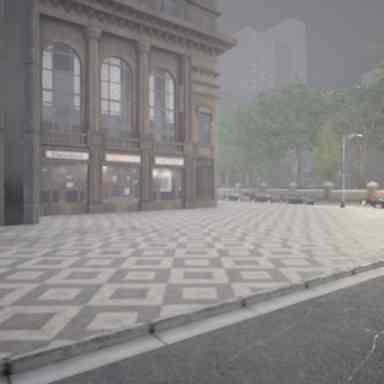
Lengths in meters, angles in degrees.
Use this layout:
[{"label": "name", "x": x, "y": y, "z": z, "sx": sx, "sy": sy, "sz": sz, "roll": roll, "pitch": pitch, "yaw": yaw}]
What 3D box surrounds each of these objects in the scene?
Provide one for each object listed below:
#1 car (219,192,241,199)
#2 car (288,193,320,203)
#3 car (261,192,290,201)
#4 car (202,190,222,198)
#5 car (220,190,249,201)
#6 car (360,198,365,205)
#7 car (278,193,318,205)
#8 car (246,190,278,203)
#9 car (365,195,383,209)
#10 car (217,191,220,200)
[{"label": "car", "x": 7.344, "y": 0.608, "z": 64.146, "sx": 1.802, "sy": 1.307, "sz": 4.206, "roll": 1, "pitch": 0, "yaw": -36}, {"label": "car", "x": 16.992, "y": 0.846, "z": 50.672, "sx": 1.947, "sy": 1.339, "sz": 4.313, "roll": 1, "pitch": 0, "yaw": -36}, {"label": "car", "x": 13.776, "y": 0.763, "z": 55.163, "sx": 1.947, "sy": 1.339, "sz": 4.313, "roll": 1, "pitch": 0, "yaw": -36}, {"label": "car", "x": 4.131, "y": 0.379, "z": 68.636, "sx": 1.967, "sy": 1.590, "sz": 4.097, "roll": 1, "pitch": 0, "yaw": -36}, {"label": "car", "x": 6.851, "y": 0.766, "z": 50.191, "sx": 2.008, "sy": 1.369, "sz": 4.403, "roll": 1, "pitch": 0, "yaw": -36}, {"label": "car", "x": 23.424, "y": 0.988, "z": 41.690, "sx": 1.887, "sy": 1.381, "sz": 4.507, "roll": 1, "pitch": 0, "yaw": -36}, {"label": "car", "x": 13.283, "y": 0.947, "z": 41.209, "sx": 1.947, "sy": 1.339, "sz": 4.313, "roll": 1, "pitch": 0, "yaw": -36}, {"label": "car", "x": 10.067, "y": 0.843, "z": 45.700, "sx": 1.887, "sy": 1.381, "sz": 4.507, "roll": 1, "pitch": 0, "yaw": -36}, {"label": "car", "x": 19.715, "y": 1.092, "z": 32.227, "sx": 2.008, "sy": 1.369, "sz": 4.403, "roll": 1, "pitch": 0, "yaw": -36}, {"label": "car", "x": 3.635, "y": 0.712, "z": 54.682, "sx": 1.802, "sy": 1.307, "sz": 4.206, "roll": 1, "pitch": 0, "yaw": -36}]
